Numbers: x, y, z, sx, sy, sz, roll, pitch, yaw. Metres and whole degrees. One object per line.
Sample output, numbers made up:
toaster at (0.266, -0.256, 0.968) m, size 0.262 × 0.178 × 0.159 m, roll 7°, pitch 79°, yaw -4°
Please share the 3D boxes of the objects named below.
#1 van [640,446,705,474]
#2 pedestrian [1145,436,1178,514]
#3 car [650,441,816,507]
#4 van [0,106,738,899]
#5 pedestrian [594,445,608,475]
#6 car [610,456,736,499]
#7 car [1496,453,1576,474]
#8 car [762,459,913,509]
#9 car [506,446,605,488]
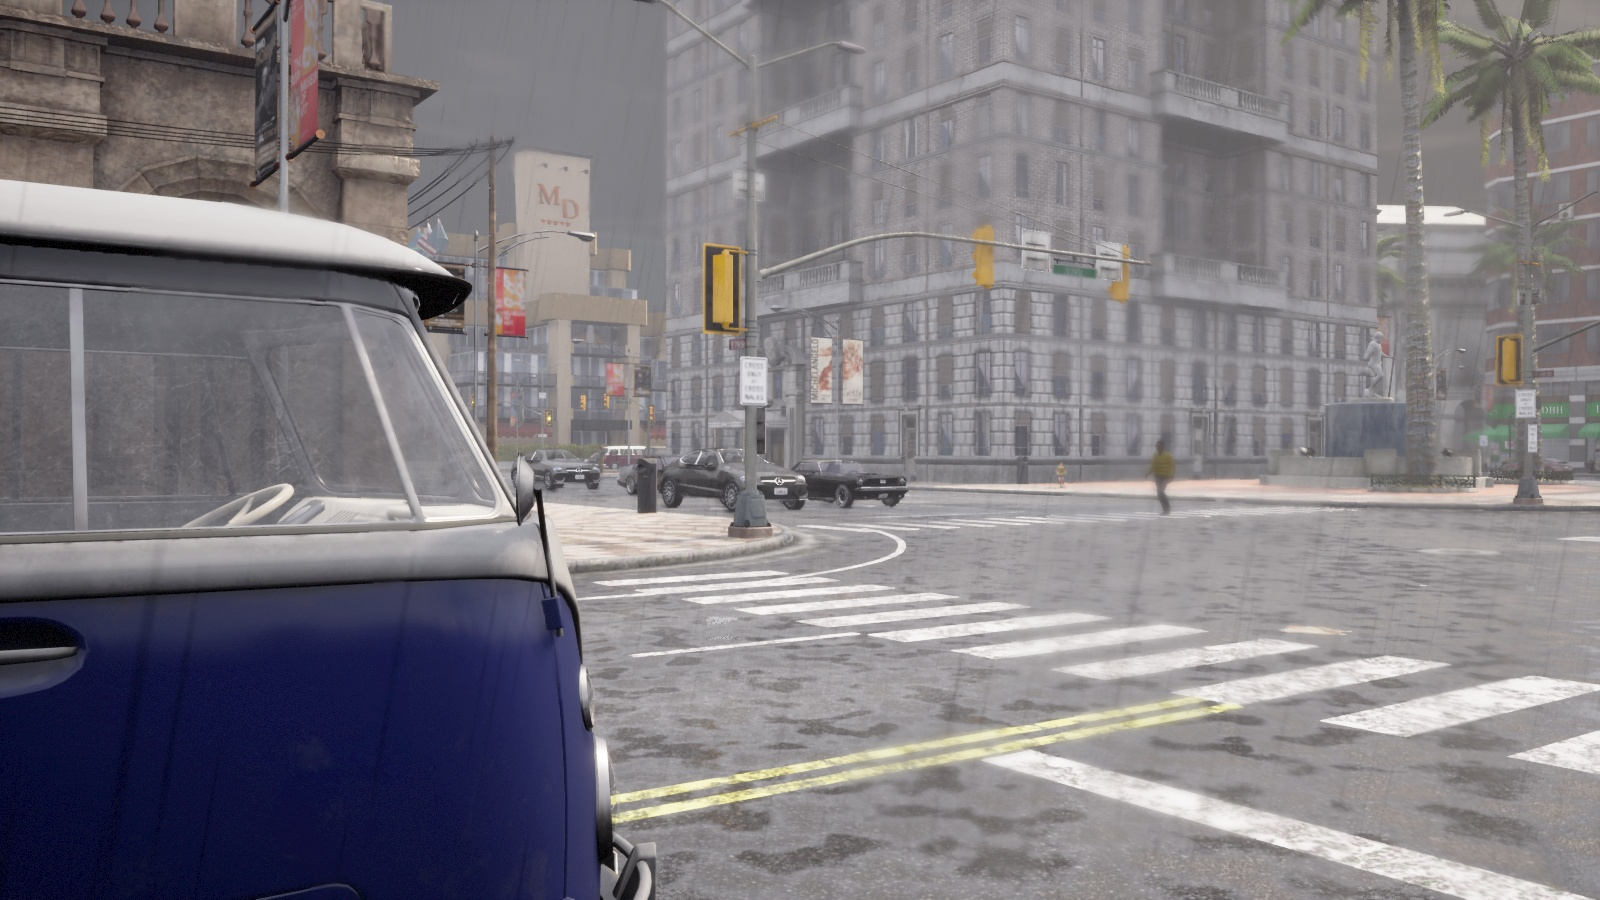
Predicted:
van at (-9.373, 0.743, 92.422) m, size 4.442 × 1.987 × 1.775 m, roll 0°, pitch 0°, yaw -36°
pedestrian at (8.659, 0.590, 30.066) m, size 0.709 × 1.840 × 0.431 m, roll 0°, pitch 0°, yaw -42°
car at (-1.910, 0.611, 34.029) m, size 2.152 × 1.651 × 5.027 m, roll 0°, pitch 0°, yaw -35°
van at (-2.452, 0.508, 1.947) m, size 4.442 × 1.987 × 1.775 m, roll 0°, pitch 0°, yaw -35°
pedestrian at (-12.392, 0.619, 78.180) m, size 0.694 × 1.848 × 0.540 m, roll 0°, pitch 0°, yaw -43°
car at (-4.522, 0.909, 43.887) m, size 2.033 × 1.411 × 5.357 m, roll 0°, pitch 0°, yaw -35°
car at (49.633, 0.911, 84.761) m, size 1.994 × 1.385 × 4.181 m, roll 0°, pitch 0°, yaw -27°
car at (0.999, 0.931, 36.006) m, size 1.895 × 1.301 × 4.718 m, roll 0°, pitch 0°, yaw -35°
car at (-10.185, 0.672, 51.933) m, size 2.152 × 1.651 × 5.027 m, roll 0°, pitch 0°, yaw -35°
